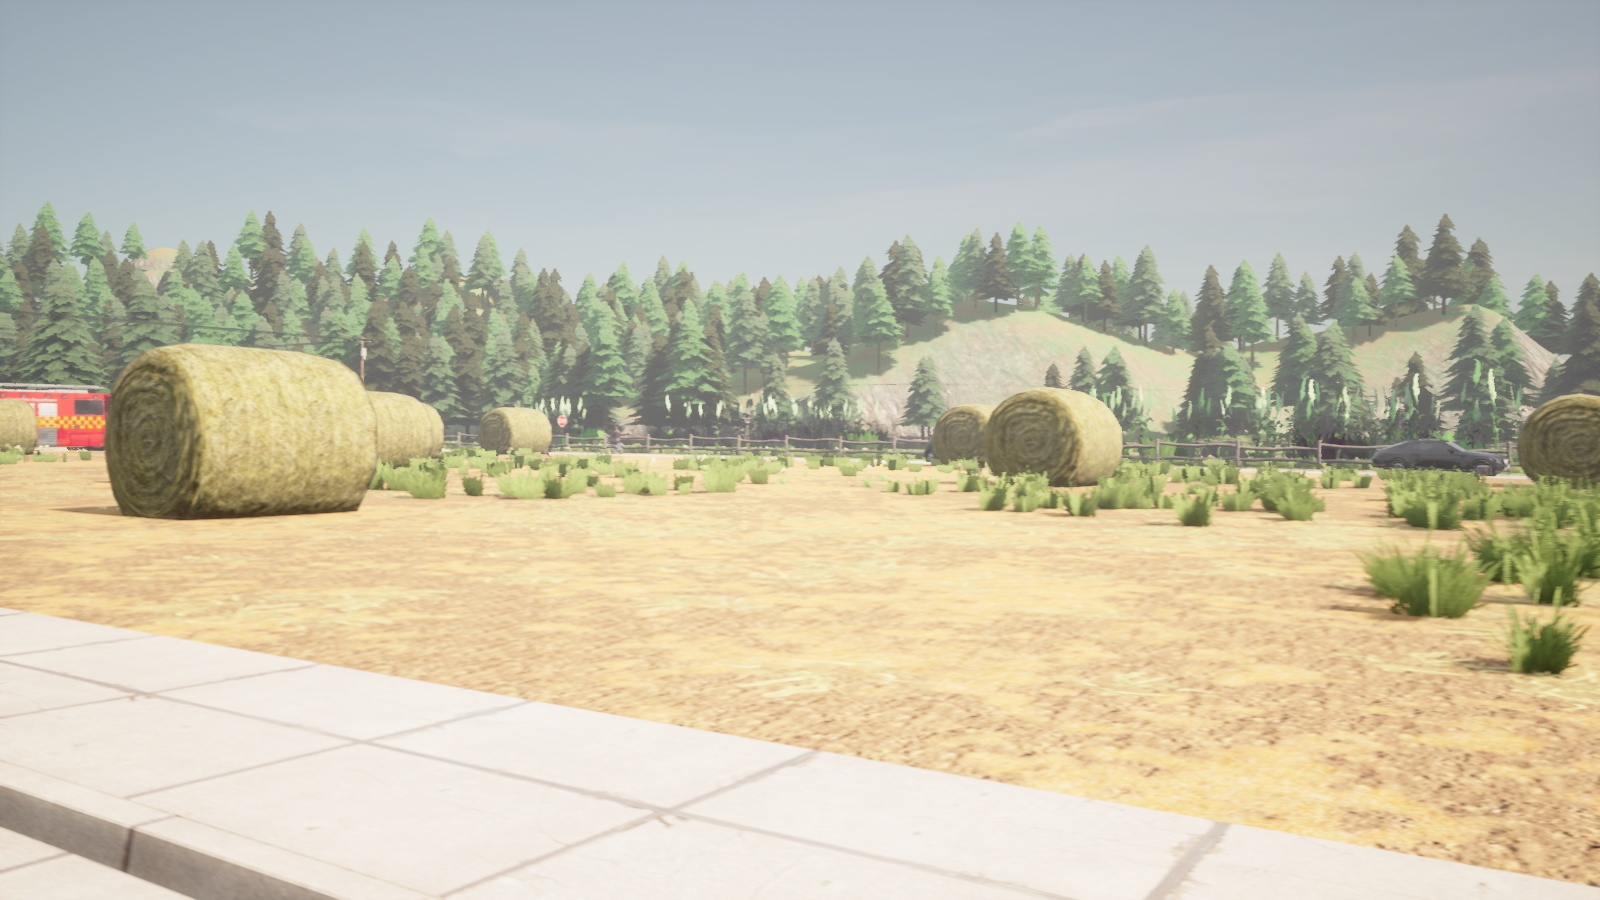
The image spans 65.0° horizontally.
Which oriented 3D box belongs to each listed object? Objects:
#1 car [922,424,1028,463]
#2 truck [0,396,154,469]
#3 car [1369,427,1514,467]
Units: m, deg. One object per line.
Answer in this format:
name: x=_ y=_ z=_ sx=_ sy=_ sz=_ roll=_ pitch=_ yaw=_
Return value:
car: x=8.342 y=-0.312 z=59.924 sx=4.553 sy=1.767 sz=2.097 roll=0 pitch=1 yaw=37
truck: x=-41.354 y=-0.995 z=70.626 sx=2.891 sy=3.827 sz=8.468 roll=0 pitch=1 yaw=35
car: x=24.333 y=-0.123 z=47.709 sx=4.674 sy=1.442 sz=1.812 roll=0 pitch=1 yaw=37
